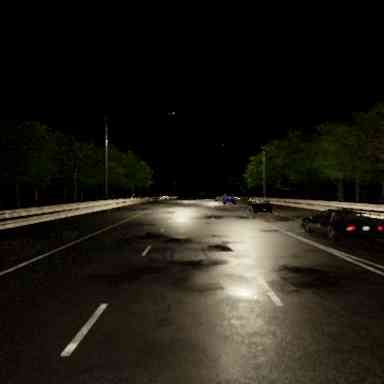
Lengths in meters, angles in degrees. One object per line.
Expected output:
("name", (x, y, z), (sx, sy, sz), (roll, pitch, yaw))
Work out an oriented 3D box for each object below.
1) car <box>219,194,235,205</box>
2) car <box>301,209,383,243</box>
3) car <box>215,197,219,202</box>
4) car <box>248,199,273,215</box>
("car", (7.116, 1.369, 64.918), (2.150, 2.045, 5.566), (0, 0, 0))
("car", (7.120, 1.558, 16.252), (2.033, 1.411, 5.357), (0, 0, -2))
("car", (7.268, 1.945, 88.995), (1.812, 1.442, 4.674), (0, -1, 0))
("car", (7.018, 1.509, 34.510), (2.128, 1.511, 4.902), (0, 0, 0))
